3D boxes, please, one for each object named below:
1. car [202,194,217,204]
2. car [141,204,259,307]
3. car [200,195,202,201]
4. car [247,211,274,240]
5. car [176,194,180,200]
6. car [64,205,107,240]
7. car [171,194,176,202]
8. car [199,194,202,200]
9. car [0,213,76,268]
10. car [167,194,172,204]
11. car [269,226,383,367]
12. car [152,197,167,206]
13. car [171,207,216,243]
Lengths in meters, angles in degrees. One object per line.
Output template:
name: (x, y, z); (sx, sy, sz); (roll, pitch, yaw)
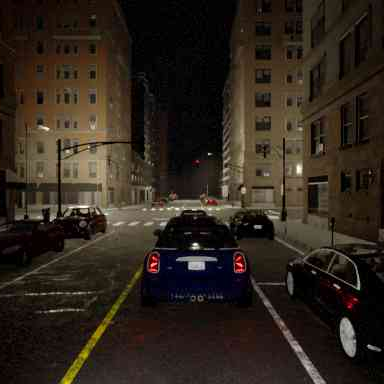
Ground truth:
car: (3.018, 1.476, 53.734); (1.967, 1.590, 4.097); (0, 0, 0)
car: (0.097, 1.352, 8.131); (2.097, 1.767, 4.553); (0, 0, 0)
car: (3.065, 1.607, 64.551); (2.008, 1.369, 4.403); (0, 0, 0)
car: (2.894, 1.566, 16.644); (1.947, 1.339, 4.313); (0, 0, 0)
car: (-5.347, 1.457, 91.627); (2.192, 1.841, 5.009); (0, 0, 0)
car: (-5.631, 1.441, 16.665); (1.967, 1.590, 4.097); (0, 0, 0)
car: (-5.393, 1.626, 80.640); (1.752, 1.417, 4.829); (0, 0, 0)
car: (3.109, 1.524, 75.369); (1.967, 1.590, 4.097); (0, 0, 0)
car: (-5.645, 1.582, 11.163); (1.802, 1.307, 4.206); (0, 0, 0)
car: (-5.460, 1.607, 64.584); (2.008, 1.369, 4.403); (0, 0, 0)
car: (2.867, 1.551, 5.641); (2.008, 1.369, 4.403); (0, 0, 0)
car: (-5.507, 1.618, 53.767); (1.802, 1.307, 4.206); (0, 0, 0)
car: (0.084, 1.565, 16.714); (1.994, 1.385, 4.181); (0, 0, 0)
